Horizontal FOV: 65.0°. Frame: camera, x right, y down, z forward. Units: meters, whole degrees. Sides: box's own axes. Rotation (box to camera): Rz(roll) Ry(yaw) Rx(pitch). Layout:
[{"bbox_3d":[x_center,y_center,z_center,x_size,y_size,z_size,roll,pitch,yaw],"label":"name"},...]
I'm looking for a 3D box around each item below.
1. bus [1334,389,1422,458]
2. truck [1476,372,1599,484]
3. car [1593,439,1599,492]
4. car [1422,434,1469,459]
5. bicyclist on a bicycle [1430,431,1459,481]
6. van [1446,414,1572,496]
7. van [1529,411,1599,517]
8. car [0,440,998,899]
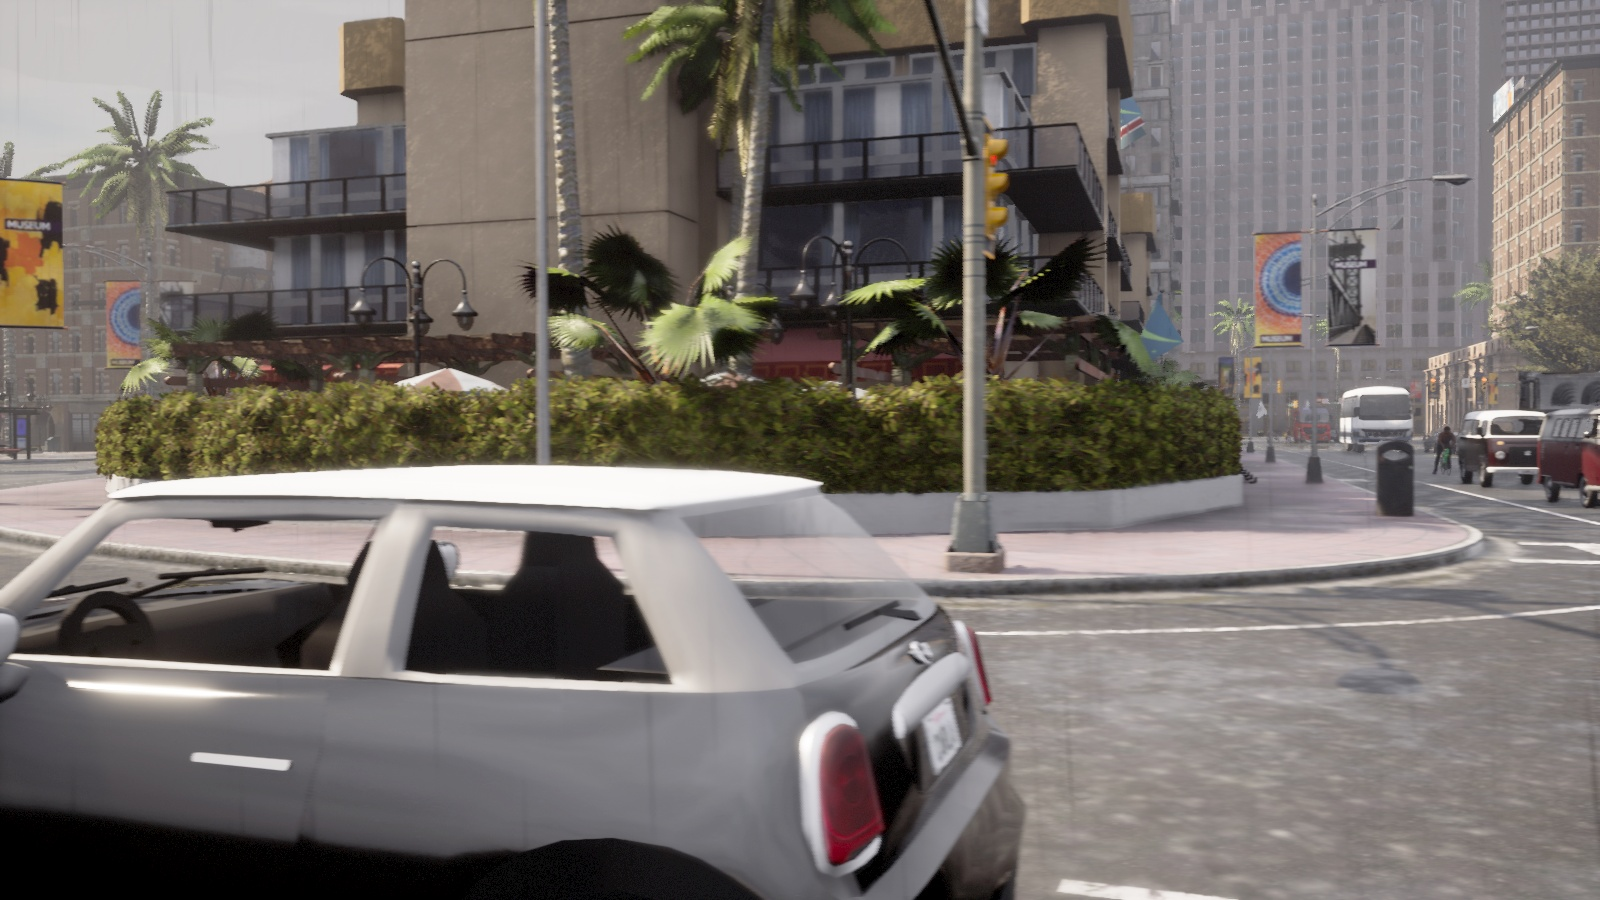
[{"bbox_3d":[38.046,-1.724,83.033,3.944,4.253,10.273,1,1,17],"label":"bus"},{"bbox_3d":[25.306,-0.732,42.392,2.891,3.462,7.936,1,1,17],"label":"truck"},{"bbox_3d":[21.875,0.457,31.481,2.033,1.411,5.357,0,1,17],"label":"car"},{"bbox_3d":[40.243,-0.239,78.381,1.812,1.442,4.674,1,1,17],"label":"car"},{"bbox_3d":[21.453,0.197,41.828,0.582,1.620,1.656,1,1,17],"label":"bicyclist on a bicycle"},{"bbox_3d":[18.920,0.086,33.731,2.069,2.038,4.480,1,1,18],"label":"van"},{"bbox_3d":[16.285,0.239,25.332,1.775,1.987,4.442,1,1,17],"label":"van"},{"bbox_3d":[-1.493,0.728,3.677,3.806,1.475,1.970,1,1,19],"label":"car"}]
